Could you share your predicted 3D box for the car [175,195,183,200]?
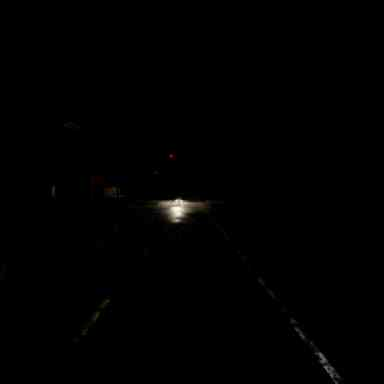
[{"bbox_3d":[-3.523,1.487,91.321,2.128,1.511,4.902,0,0,0],"label":"car"}]
